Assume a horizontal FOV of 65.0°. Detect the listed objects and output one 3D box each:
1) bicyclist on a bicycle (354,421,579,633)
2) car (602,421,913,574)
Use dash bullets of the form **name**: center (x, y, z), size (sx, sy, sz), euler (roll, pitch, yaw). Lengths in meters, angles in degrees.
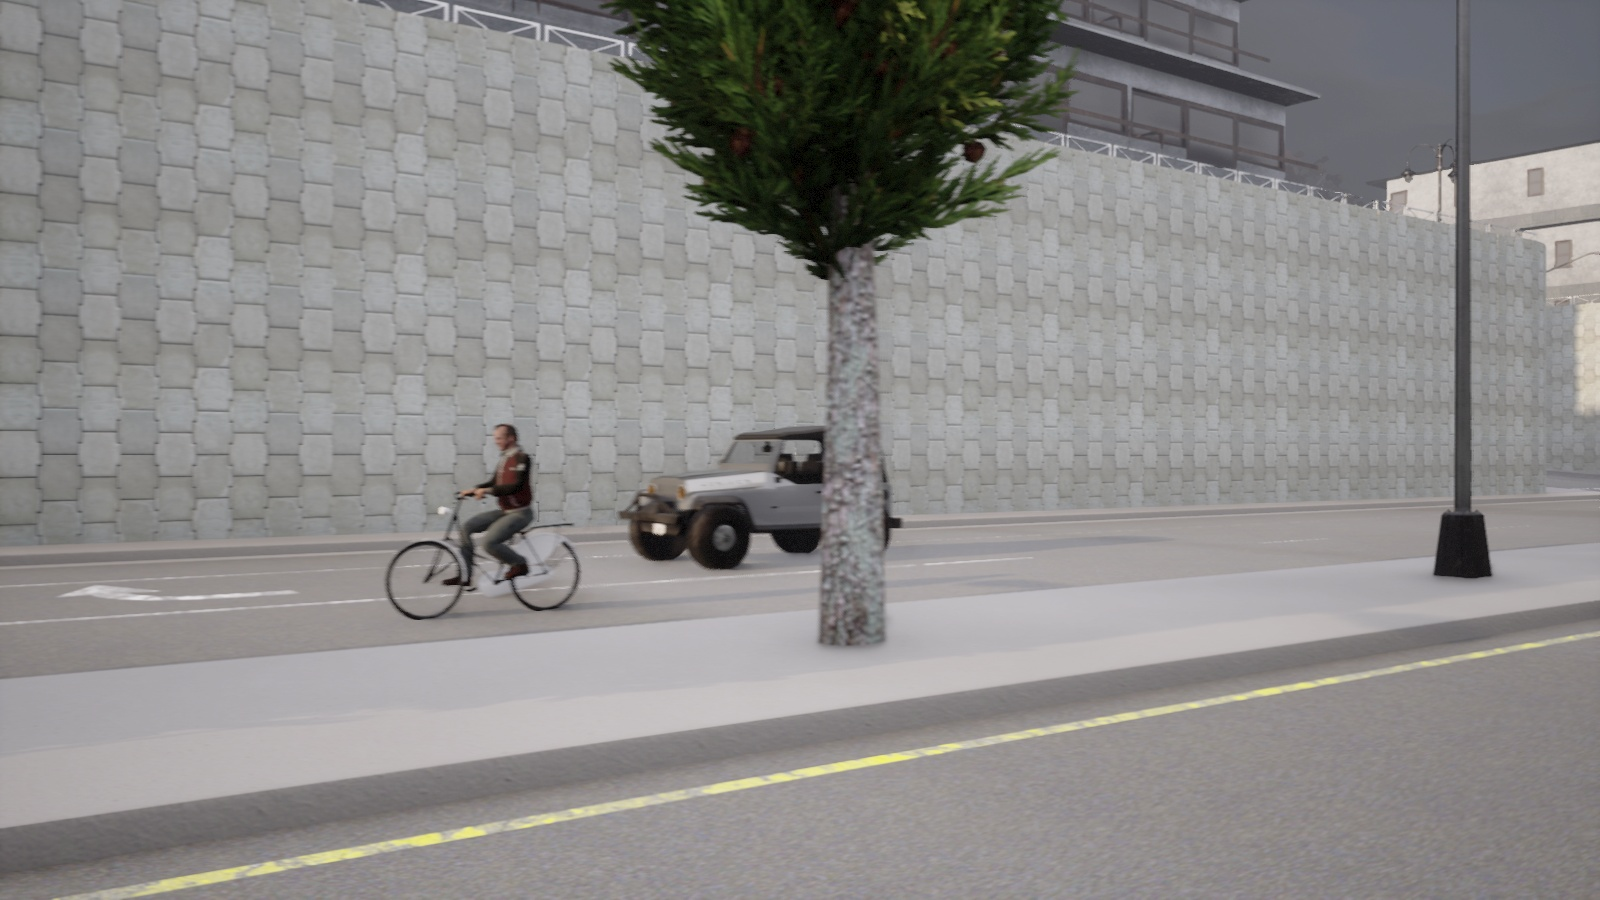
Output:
- **bicyclist on a bicycle**: center (-2.986, 0.649, 11.328), size (1.843, 1.776, 0.659), euler (0, 0, -35)
- **car**: center (-0.549, 0.584, 17.289), size (3.866, 1.878, 1.905), euler (0, 0, -35)
